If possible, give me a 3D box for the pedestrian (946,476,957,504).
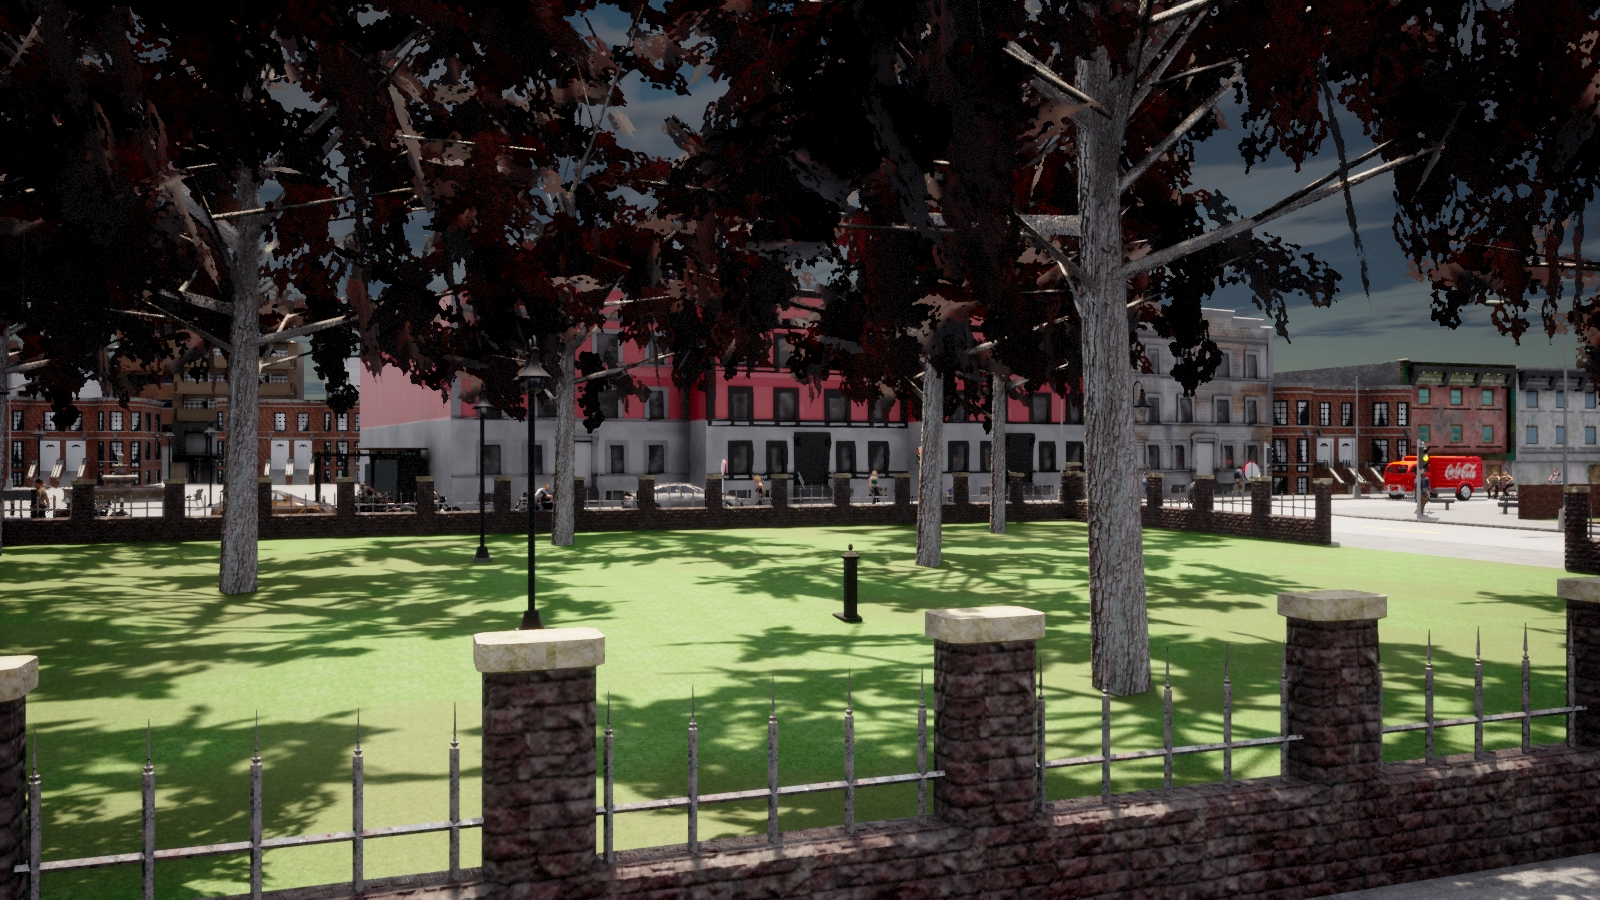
[{"bbox_3d":[7.174,1.909,54.197,0.375,1.300,0.375,0,0,-19],"label":"pedestrian"}]

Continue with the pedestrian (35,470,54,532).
[{"bbox_3d":[-22.773,1.523,34.440,0.375,1.860,0.375,0,0,-19],"label":"pedestrian"}]

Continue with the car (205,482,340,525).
[{"bbox_3d":[-18.776,1.899,40.895,4.181,1.385,1.994,0,0,-18],"label":"car"}]

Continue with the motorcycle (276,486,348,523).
[{"bbox_3d":[-17.611,1.950,41.298,2.356,1.277,0.764,0,0,-19],"label":"motorcycle"}]

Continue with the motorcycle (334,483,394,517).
[{"bbox_3d":[-17.379,1.985,45.603,2.209,1.251,0.867,0,0,-19],"label":"motorcycle"}]

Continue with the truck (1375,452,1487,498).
[{"bbox_3d":[35.004,1.348,63.458,5.204,2.467,2.627,0,0,-19],"label":"truck"}]

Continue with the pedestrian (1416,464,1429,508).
[{"bbox_3d":[26.600,1.517,48.819,0.375,1.860,0.375,0,0,9],"label":"pedestrian"}]

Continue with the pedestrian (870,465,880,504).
[{"bbox_3d":[3.542,1.628,53.976,0.375,1.860,0.375,0,0,-25],"label":"pedestrian"}]

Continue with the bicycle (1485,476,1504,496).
[{"bbox_3d":[39.299,2.036,64.656,0.859,1.080,1.487,0,0,35],"label":"bicycle"}]

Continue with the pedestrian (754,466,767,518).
[{"bbox_3d":[-1.457,1.525,41.751,0.375,1.860,0.375,0,0,-19],"label":"pedestrian"}]

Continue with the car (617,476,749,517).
[{"bbox_3d":[-4.677,1.827,45.707,4.902,1.511,2.128,0,0,-19],"label":"car"}]

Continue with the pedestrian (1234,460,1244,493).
[{"bbox_3d":[25.123,1.523,65.378,0.375,1.860,0.375,0,0,-19],"label":"pedestrian"}]

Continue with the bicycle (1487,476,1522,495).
[{"bbox_3d":[40.458,2.036,65.608,1.487,1.080,0.859,0,0,1],"label":"bicycle"}]

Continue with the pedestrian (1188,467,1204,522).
[{"bbox_3d":[13.632,1.525,39.325,0.375,1.860,0.375,0,0,-20],"label":"pedestrian"}]

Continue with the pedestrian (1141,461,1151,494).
[{"bbox_3d":[19.190,1.524,63.345,0.375,1.860,0.375,0,0,-16],"label":"pedestrian"}]

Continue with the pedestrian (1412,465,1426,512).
[{"bbox_3d":[24.571,1.518,45.344,0.375,1.860,0.375,0,0,-45],"label":"pedestrian"}]
